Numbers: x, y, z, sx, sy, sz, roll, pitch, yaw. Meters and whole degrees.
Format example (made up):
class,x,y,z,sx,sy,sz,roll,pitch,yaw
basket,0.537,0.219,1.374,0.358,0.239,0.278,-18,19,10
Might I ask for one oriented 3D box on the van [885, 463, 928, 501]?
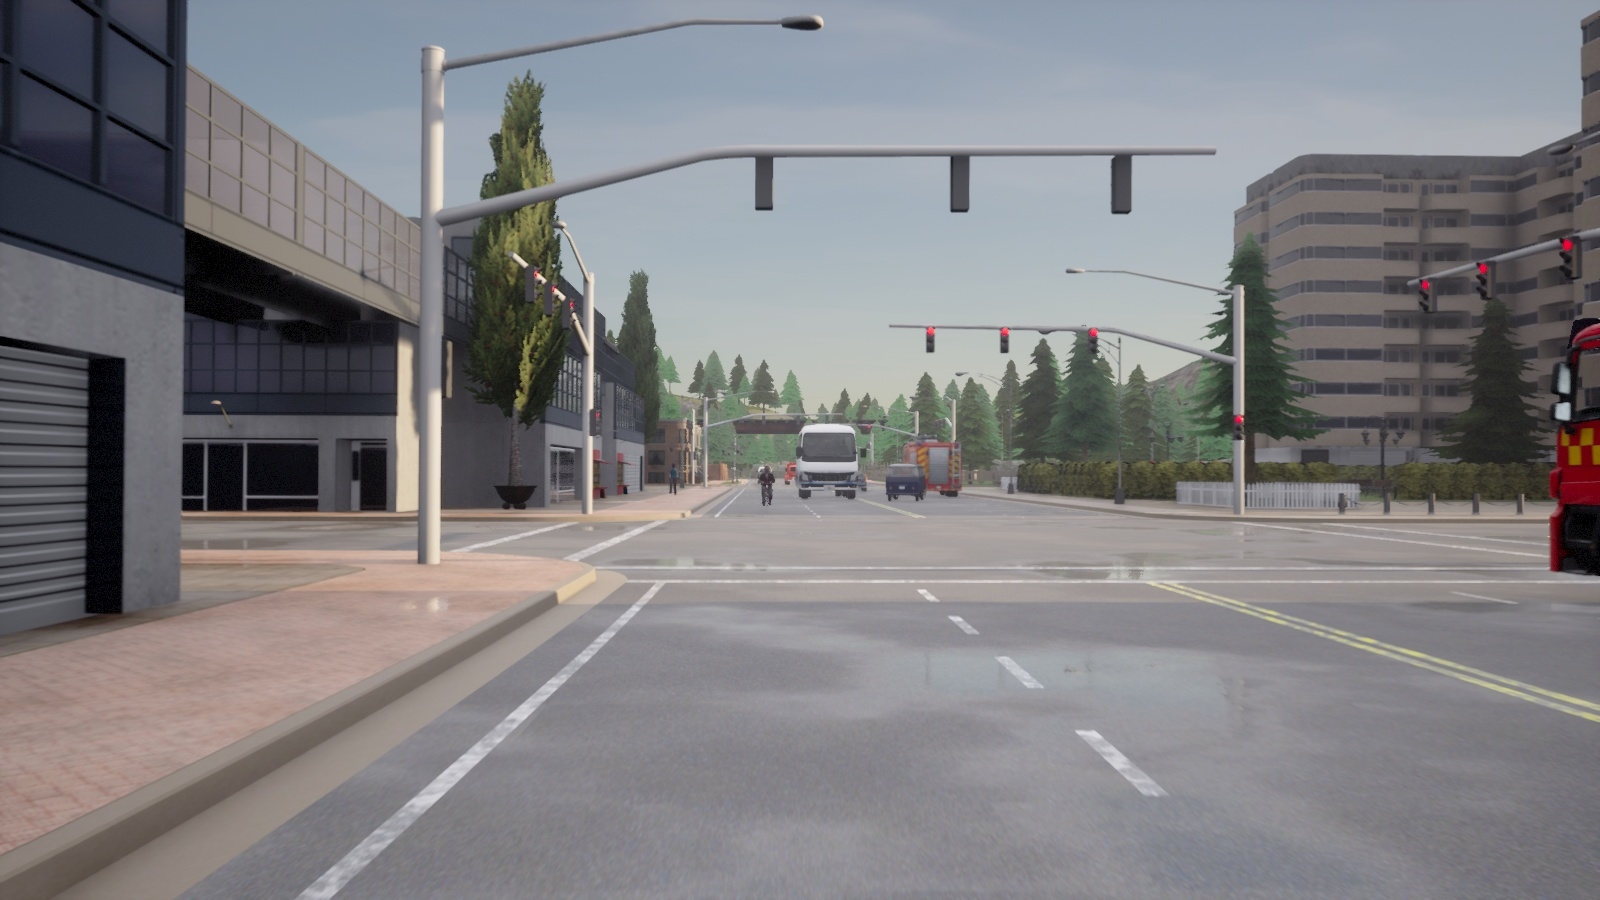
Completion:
class,x,y,z,sx,sy,sz,roll,pitch,yaw
van,5.759,1.679,67.661,1.775,1.987,4.442,-1,-1,12

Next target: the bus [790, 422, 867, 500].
class,x,y,z,sx,sy,sz,roll,pitch,yaw
bus,1.511,0.664,73.587,3.944,4.253,10.273,0,-1,-2

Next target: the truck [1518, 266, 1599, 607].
class,x,y,z,sx,sy,sz,roll,pitch,yaw
truck,10.436,-0.201,11.382,2.891,3.827,8.468,0,-1,-1

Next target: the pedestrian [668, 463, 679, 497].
class,x,y,z,sx,sy,sz,roll,pitch,yaw
pedestrian,-7.154,1.689,70.935,0.396,1.930,0.692,0,-1,14

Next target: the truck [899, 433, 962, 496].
class,x,y,z,sx,sy,sz,roll,pitch,yaw
truck,8.307,0.970,80.835,2.891,3.827,8.468,0,-1,-2
